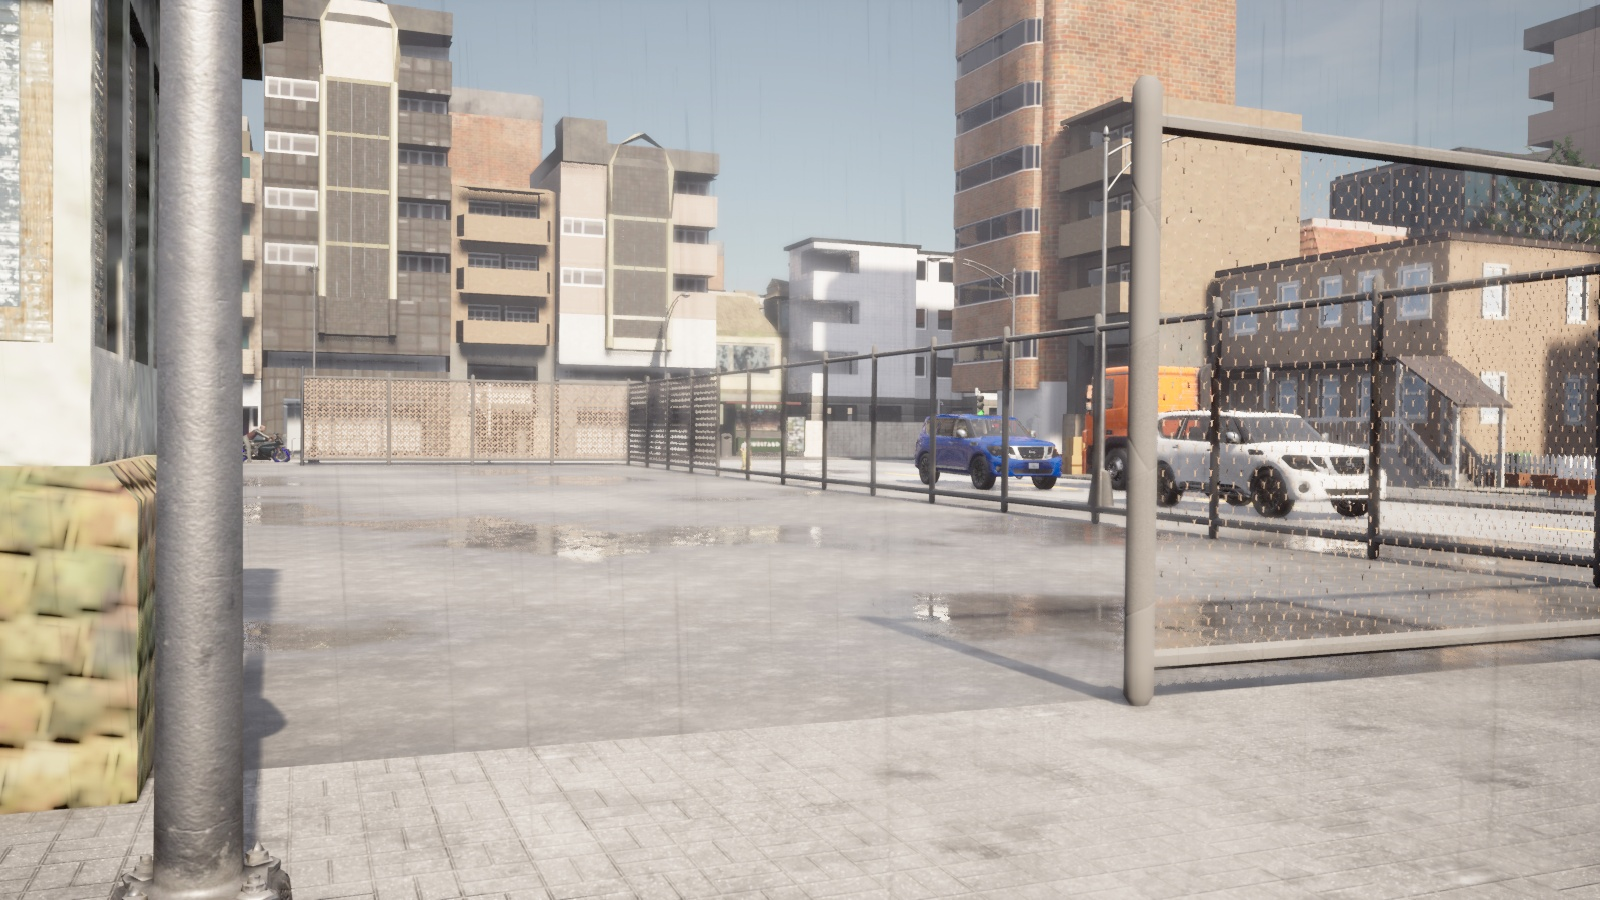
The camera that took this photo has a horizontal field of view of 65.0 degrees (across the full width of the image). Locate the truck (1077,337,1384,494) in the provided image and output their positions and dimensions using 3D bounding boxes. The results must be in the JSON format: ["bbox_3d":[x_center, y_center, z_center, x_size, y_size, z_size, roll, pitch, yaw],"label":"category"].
[{"bbox_3d":[10.582,-0.820,31.992,2.891,3.462,7.936,-1,1,-22],"label":"truck"}]

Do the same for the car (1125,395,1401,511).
[{"bbox_3d":[9.047,0.009,25.220,2.150,2.045,5.566,-1,1,-19],"label":"car"}]

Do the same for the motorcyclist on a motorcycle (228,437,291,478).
[{"bbox_3d":[-20.998,0.266,48.809,2.191,1.530,0.866,-1,1,-22],"label":"motorcyclist on a motorcycle"}]

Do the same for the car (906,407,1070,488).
[{"bbox_3d":[5.106,-0.109,35.091,2.150,2.045,5.566,-1,1,-20],"label":"car"}]
